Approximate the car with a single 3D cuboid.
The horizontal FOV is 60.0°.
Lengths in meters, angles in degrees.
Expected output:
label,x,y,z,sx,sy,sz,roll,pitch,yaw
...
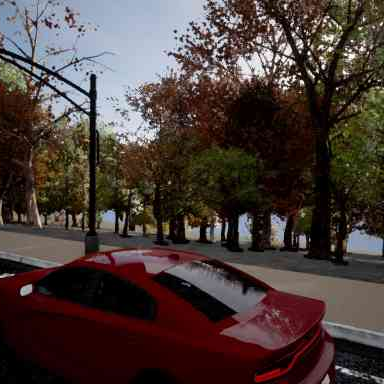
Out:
label,x,y,z,sx,sy,sz,roll,pitch,yaw
car,-0.876,1.477,4.302,5.008,1.535,1.882,0,0,35
